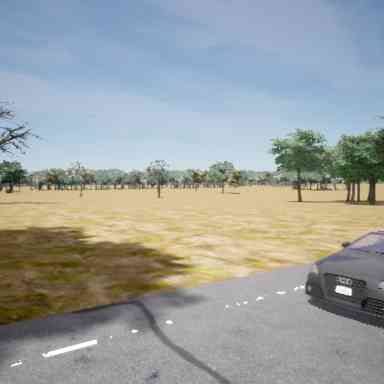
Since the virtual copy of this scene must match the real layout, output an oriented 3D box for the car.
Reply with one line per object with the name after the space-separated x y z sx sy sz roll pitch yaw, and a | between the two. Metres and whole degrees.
4.320 1.569 7.072 4.181 1.385 1.994 0 0 -35 | car
